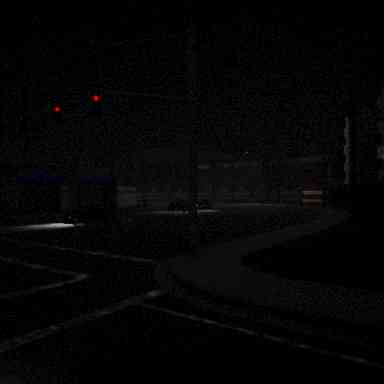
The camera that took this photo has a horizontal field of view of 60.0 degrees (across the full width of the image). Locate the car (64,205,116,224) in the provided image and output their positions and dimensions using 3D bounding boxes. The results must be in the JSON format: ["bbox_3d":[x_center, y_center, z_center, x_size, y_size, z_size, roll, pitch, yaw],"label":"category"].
[{"bbox_3d":[-8.274,1.786,27.263,1.994,1.385,4.181,-1,0,36],"label":"car"}]

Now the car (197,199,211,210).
[{"bbox_3d":[1.642,1.767,47.823,1.837,1.490,4.892,0,-1,10],"label":"car"}]

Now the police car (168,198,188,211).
[{"bbox_3d":[-1.910,1.707,46.772,1.930,1.638,5.238,-1,0,13],"label":"police car"}]
